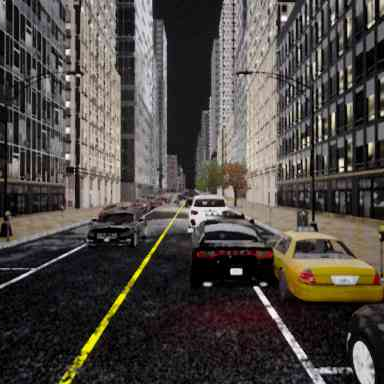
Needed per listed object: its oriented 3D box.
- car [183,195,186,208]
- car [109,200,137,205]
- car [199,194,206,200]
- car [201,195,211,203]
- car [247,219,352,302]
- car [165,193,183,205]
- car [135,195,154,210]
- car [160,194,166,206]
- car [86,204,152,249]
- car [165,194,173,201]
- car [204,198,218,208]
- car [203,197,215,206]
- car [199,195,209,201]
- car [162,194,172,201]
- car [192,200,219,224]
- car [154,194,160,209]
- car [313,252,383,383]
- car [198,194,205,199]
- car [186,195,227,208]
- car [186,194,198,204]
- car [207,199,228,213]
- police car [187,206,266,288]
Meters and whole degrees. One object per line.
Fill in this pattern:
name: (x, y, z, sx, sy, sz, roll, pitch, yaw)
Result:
car: (0.030, 1.431, 46.116, 1.837, 1.490, 4.892, 0, 0, 0)
car: (-5.675, 1.514, 25.051, 1.887, 1.381, 4.507, 0, 0, 0)
car: (2.729, 1.342, 87.461, 1.887, 1.381, 4.507, 1, 0, 0)
car: (2.721, 1.401, 64.931, 1.752, 1.417, 4.829, 1, 0, 0)
car: (2.699, 1.518, 8.183, 1.752, 1.417, 4.829, 0, 0, 0)
car: (-3.066, 1.396, 54.712, 2.128, 1.511, 4.902, 0, 0, 0)
car: (-5.670, 1.388, 36.403, 1.967, 1.590, 4.097, 0, 0, 0)
car: (-5.665, 1.490, 53.429, 1.802, 1.307, 4.206, 1, 0, 0)
car: (-3.096, 1.490, 14.508, 1.837, 1.490, 4.892, 0, 0, 0)
car: (-5.653, 1.344, 81.638, 1.752, 1.417, 4.829, 1, 0, 0)
car: (2.714, 1.505, 47.737, 1.802, 1.307, 4.206, 1, 0, 0)
car: (2.716, 1.490, 53.411, 1.802, 1.307, 4.206, 1, 0, 0)
car: (2.725, 1.404, 76.111, 1.947, 1.339, 4.313, 1, 0, 0)
car: (-5.654, 1.279, 76.132, 1.967, 1.590, 4.097, 1, 0, 0)
car: (0.909, 1.447, 25.250, 1.882, 1.535, 5.008, 0, 0, 0)
car: (-5.667, 1.251, 42.078, 2.192, 1.841, 5.009, 0, 0, 0)
car: (2.696, 1.549, 2.337, 2.008, 1.369, 4.403, 0, 0, 0)
car: (2.732, 1.358, 93.134, 1.802, 1.307, 4.206, 1, 0, 0)
car: (0.907, 1.203, 19.279, 2.150, 2.045, 5.566, 0, 0, 0)
car: (0.022, 1.243, 59.703, 2.097, 1.767, 4.553, 0, 0, 0)
car: (2.710, 1.514, 36.388, 1.947, 1.339, 4.313, 0, 0, 0)
police car: (0.903, 1.417, 9.360, 1.930, 1.638, 5.238, 0, 0, 0)
